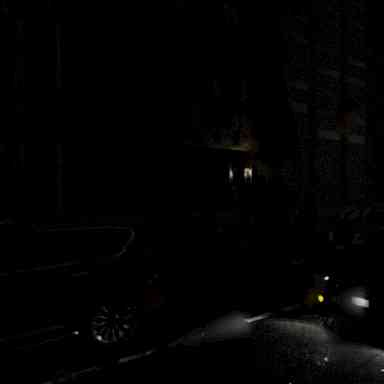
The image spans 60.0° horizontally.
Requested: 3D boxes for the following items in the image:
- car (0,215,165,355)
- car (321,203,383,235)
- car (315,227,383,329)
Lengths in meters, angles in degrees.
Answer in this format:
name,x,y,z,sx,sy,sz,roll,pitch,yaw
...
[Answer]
name,x,y,z,sx,sy,sz,roll,pitch,yaw
car,-2.762,1.315,4.683,5.009,1.841,2.192,0,0,-35
car,6.424,1.316,11.232,5.009,1.841,2.192,0,0,-35
car,4.294,1.564,6.439,4.181,1.385,1.994,0,0,-35
